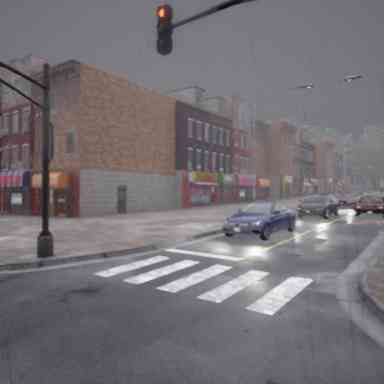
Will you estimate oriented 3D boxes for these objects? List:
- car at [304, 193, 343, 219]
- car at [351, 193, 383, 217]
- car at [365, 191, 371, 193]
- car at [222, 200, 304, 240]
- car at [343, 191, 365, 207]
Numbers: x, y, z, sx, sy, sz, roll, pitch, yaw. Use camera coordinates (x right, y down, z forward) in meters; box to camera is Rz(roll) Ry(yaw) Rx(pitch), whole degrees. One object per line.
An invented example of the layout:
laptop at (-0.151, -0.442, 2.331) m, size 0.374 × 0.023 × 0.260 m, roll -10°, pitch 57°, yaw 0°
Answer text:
car at (8.461, 0.898, 22.239) m, size 1.837 × 1.490 × 4.892 m, roll 0°, pitch 2°, yaw 35°
car at (12.640, 0.940, 23.034) m, size 1.895 × 1.301 × 4.718 m, roll 0°, pitch 2°, yaw 36°
car at (19.627, 0.541, 37.935) m, size 1.994 × 1.385 × 4.181 m, roll 0°, pitch 1°, yaw 36°
car at (3.127, 1.132, 14.707) m, size 1.812 × 1.442 × 4.674 m, roll 0°, pitch 2°, yaw 37°
car at (13.774, 0.752, 29.724) m, size 1.994 × 1.385 × 4.181 m, roll 0°, pitch 1°, yaw 35°
